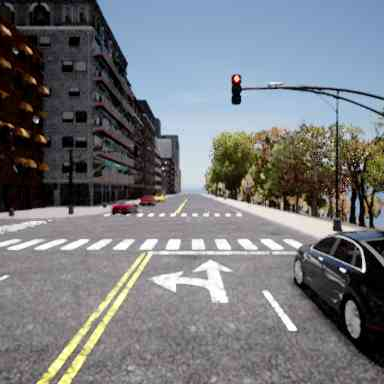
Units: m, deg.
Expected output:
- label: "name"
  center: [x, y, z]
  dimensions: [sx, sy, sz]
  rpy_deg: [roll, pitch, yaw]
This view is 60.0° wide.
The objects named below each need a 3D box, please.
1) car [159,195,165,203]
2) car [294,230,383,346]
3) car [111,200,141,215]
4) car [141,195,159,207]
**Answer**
- label: "car"
  center: [-6.403, 1.288, 65.043]
  dimensions: [1.882, 1.535, 5.008]
  rpy_deg: [0, 0, 0]
- label: "car"
  center: [3.325, 1.484, 6.261]
  dimensions: [1.837, 1.490, 4.892]
  rpy_deg: [0, 0, 2]
- label: "car"
  center: [-6.541, 1.502, 32.557]
  dimensions: [1.895, 1.301, 4.718]
  rpy_deg: [0, 0, 0]
- label: "car"
  center: [-6.498, 1.328, 49.337]
  dimensions: [1.882, 1.535, 5.008]
  rpy_deg: [0, 0, 0]
